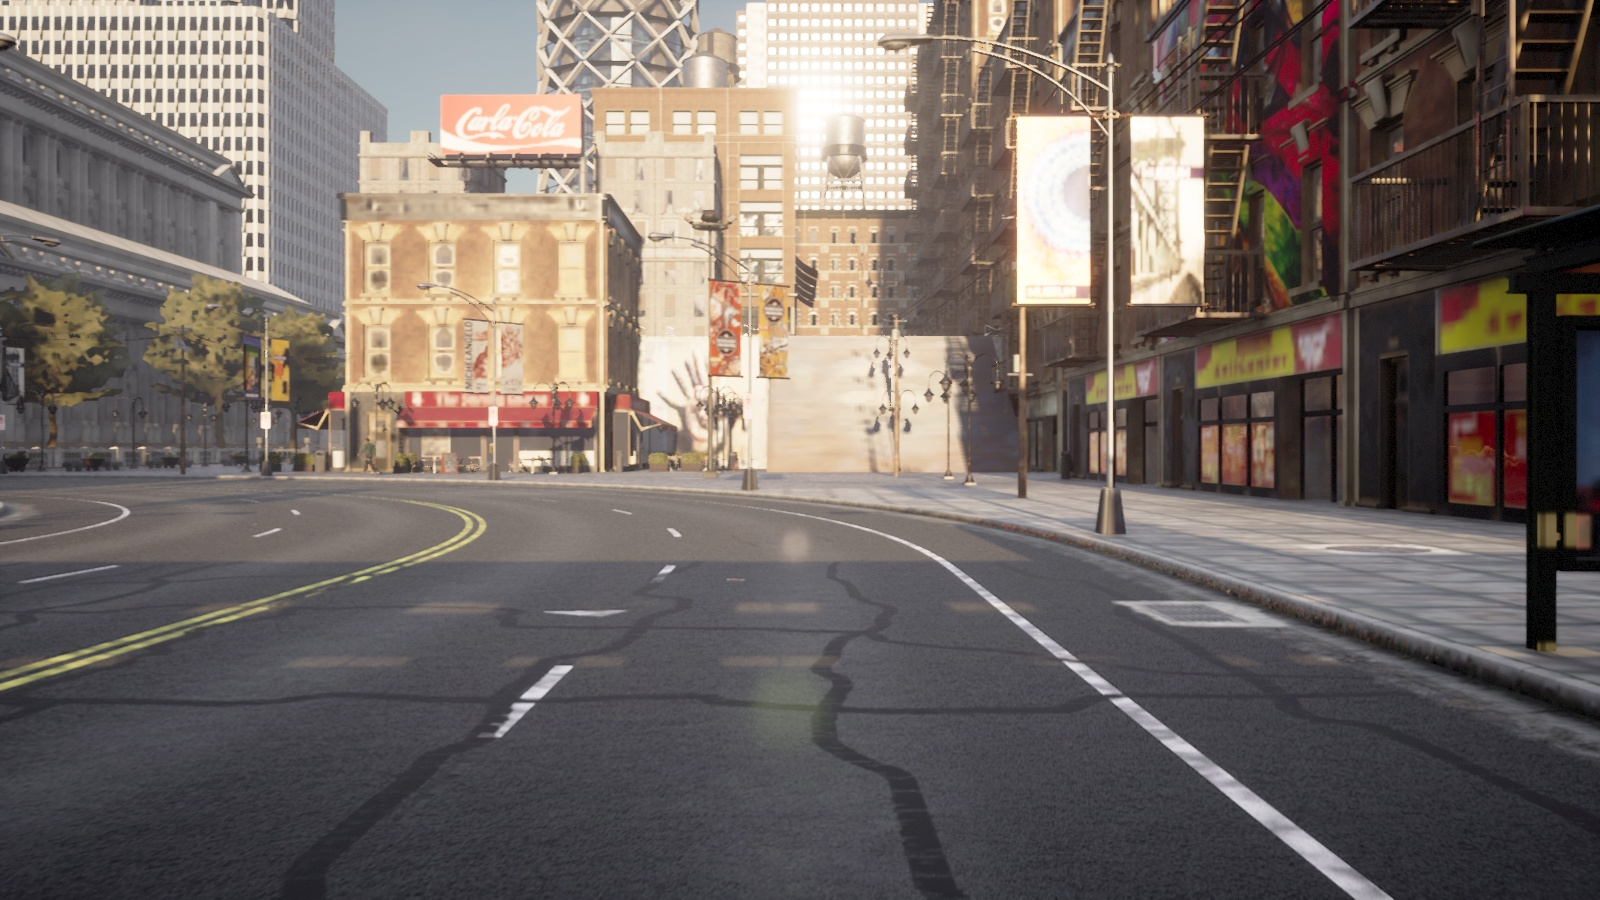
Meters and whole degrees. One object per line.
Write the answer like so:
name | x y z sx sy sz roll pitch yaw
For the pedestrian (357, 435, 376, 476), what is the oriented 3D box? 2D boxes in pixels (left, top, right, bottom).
pedestrian | -20.848 0.251 60.421 0.788 1.949 0.423 0 0 17
